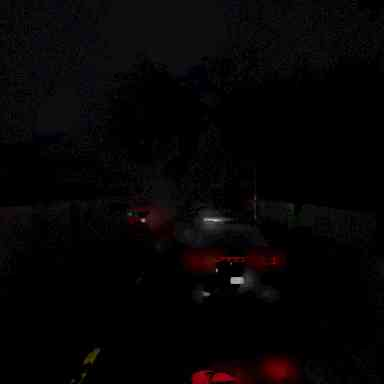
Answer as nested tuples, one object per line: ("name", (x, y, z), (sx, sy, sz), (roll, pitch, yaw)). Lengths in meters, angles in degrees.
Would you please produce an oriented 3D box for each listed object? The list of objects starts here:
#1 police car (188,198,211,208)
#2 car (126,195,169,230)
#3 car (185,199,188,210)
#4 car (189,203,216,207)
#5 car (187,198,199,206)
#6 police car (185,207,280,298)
("police car", (0.875, 1.452, 24.731), (1.930, 1.638, 5.238), (0, 0, 0))
("car", (-2.709, 1.241, 21.376), (2.150, 2.045, 5.566), (0, 0, 0))
("car", (0.109, 1.663, 45.417), (1.994, 1.385, 4.181), (0, 0, 2))
("car", (0.862, 1.542, 18.618), (1.812, 1.442, 4.674), (0, 0, 0))
("car", (0.123, 1.725, 58.975), (1.994, 1.385, 4.181), (0, 0, 0))
("police car", (0.841, 1.431, 8.723), (1.930, 1.638, 5.238), (0, 0, 0))
